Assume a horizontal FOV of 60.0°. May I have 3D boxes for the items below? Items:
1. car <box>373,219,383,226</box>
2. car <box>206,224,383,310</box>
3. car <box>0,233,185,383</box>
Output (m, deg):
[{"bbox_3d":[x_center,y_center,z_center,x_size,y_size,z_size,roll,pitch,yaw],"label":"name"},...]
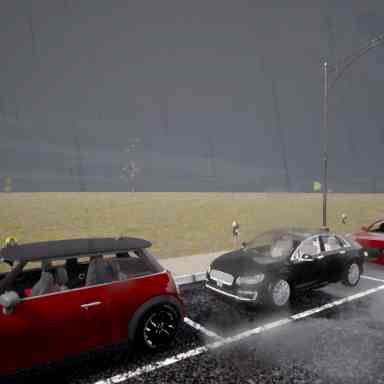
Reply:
[{"bbox_3d":[6.821,1.548,10.969,4.507,1.381,1.887,0,1,-36],"label":"car"},{"bbox_3d":[2.317,1.552,7.749,4.403,1.369,2.008,0,1,-36],"label":"car"},{"bbox_3d":[-2.186,1.440,4.528,4.097,1.590,1.967,0,1,-36],"label":"car"}]
